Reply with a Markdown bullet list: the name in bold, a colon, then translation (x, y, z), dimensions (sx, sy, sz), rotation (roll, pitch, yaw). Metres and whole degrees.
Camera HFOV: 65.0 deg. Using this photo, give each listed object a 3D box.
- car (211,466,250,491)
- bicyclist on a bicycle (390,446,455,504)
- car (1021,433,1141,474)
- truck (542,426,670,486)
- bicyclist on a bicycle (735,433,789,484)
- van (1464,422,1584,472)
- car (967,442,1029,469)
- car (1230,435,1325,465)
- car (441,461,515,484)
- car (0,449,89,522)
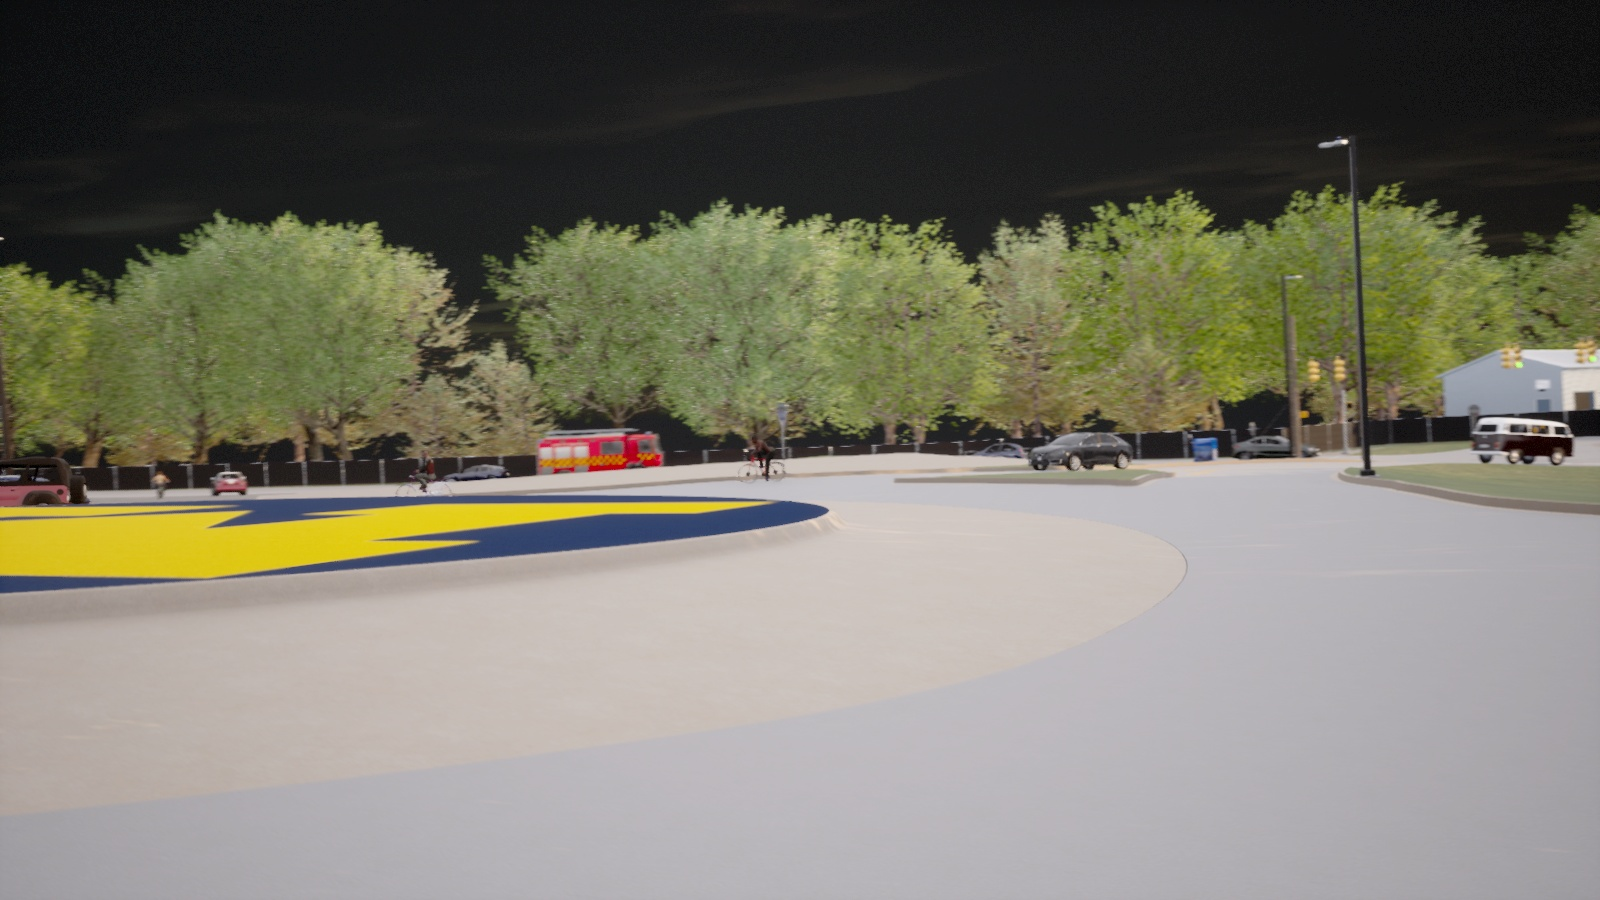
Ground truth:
- **car**: translation (-36.354, 1.816, 80.161), dimensions (1.970, 1.475, 3.806), rotation (-1, -1, -29)
- **bicyclist on a bicycle**: translation (-12.400, 0.824, 41.268), dimensions (1.843, 1.776, 0.659), rotation (-3, 2, 1)
- **car**: translation (10.939, 0.127, 48.762), dimensions (4.892, 1.490, 1.837), rotation (0, 0, -38)
- **truck**: translation (-13.487, 0.354, 87.858), dimensions (8.468, 3.827, 2.891), rotation (-2, 2, -2)
- **bicyclist on a bicycle**: translation (-1.303, 0.292, 42.590), dimensions (1.656, 1.620, 0.582), rotation (-3, 2, -14)
- **van**: translation (32.360, -0.145, 56.147), dimensions (4.480, 2.038, 2.069), rotation (2, 0, -17)
- **car**: translation (13.765, 0.393, 87.176), dimensions (3.988, 1.617, 1.851), rotation (-2, 2, 15)
- **car**: translation (29.162, 0.007, 76.672), dimensions (5.027, 1.651, 2.152), rotation (-1, 3, 34)
- **car**: translation (-23.531, 1.638, 91.805), dimensions (4.792, 1.488, 2.163), rotation (-1, 2, 3)
- **car**: translation (-21.749, 0.985, 34.231), dimensions (3.866, 1.878, 1.905), rotation (0, -5, -22)
